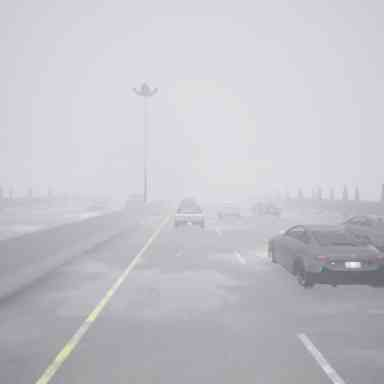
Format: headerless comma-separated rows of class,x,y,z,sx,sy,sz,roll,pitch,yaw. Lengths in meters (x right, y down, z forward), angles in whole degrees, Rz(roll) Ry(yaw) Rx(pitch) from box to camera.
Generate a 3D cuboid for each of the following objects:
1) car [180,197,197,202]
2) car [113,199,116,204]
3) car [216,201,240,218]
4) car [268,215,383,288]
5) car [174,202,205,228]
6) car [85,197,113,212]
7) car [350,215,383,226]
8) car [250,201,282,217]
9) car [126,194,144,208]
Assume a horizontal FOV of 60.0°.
car,-0.422,1.354,40.677,2.097,1.767,4.553,0,0,-1
car,-14.806,1.577,58.908,1.994,1.385,4.181,0,0,0
car,3.212,1.525,30.136,1.812,1.442,4.674,0,0,-1
car,3.501,1.562,9.282,1.994,1.385,4.181,0,0,-1
car,-0.166,1.602,22.291,1.895,1.301,4.718,0,0,-1
car,-11.089,1.611,39.345,1.895,1.301,4.718,0,0,-1
car,6.958,1.559,12.858,1.994,1.385,4.181,0,0,-1
car,6.719,1.544,30.659,2.033,1.411,5.357,0,0,-1
car,-7.674,1.234,46.050,2.150,2.045,5.566,0,0,-1
